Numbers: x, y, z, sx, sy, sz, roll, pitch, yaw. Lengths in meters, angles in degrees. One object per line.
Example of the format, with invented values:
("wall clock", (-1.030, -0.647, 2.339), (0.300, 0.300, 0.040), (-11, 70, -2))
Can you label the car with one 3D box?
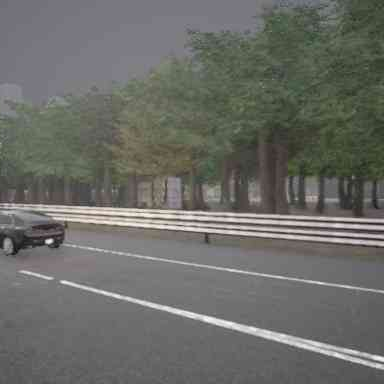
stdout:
("car", (-7.038, 1.508, 13.202), (4.892, 1.490, 1.837), (0, 0, 35))
